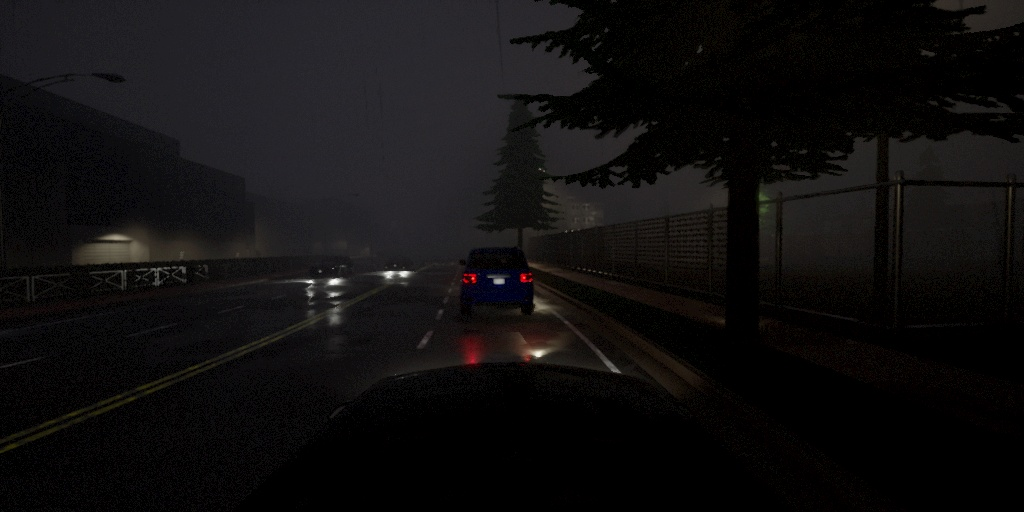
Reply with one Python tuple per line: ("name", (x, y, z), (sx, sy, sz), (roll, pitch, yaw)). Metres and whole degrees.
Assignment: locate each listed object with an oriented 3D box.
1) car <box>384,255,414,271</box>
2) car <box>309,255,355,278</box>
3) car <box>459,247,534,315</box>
("car", (-10.123, 0.584, 32.286), (1.994, 1.385, 4.181), (0, 1, -7))
("car", (-12.909, 0.699, 25.972), (1.837, 1.490, 4.892), (0, 2, -7))
("car", (-0.623, 0.703, 12.369), (2.150, 2.045, 5.566), (0, 2, -6))
